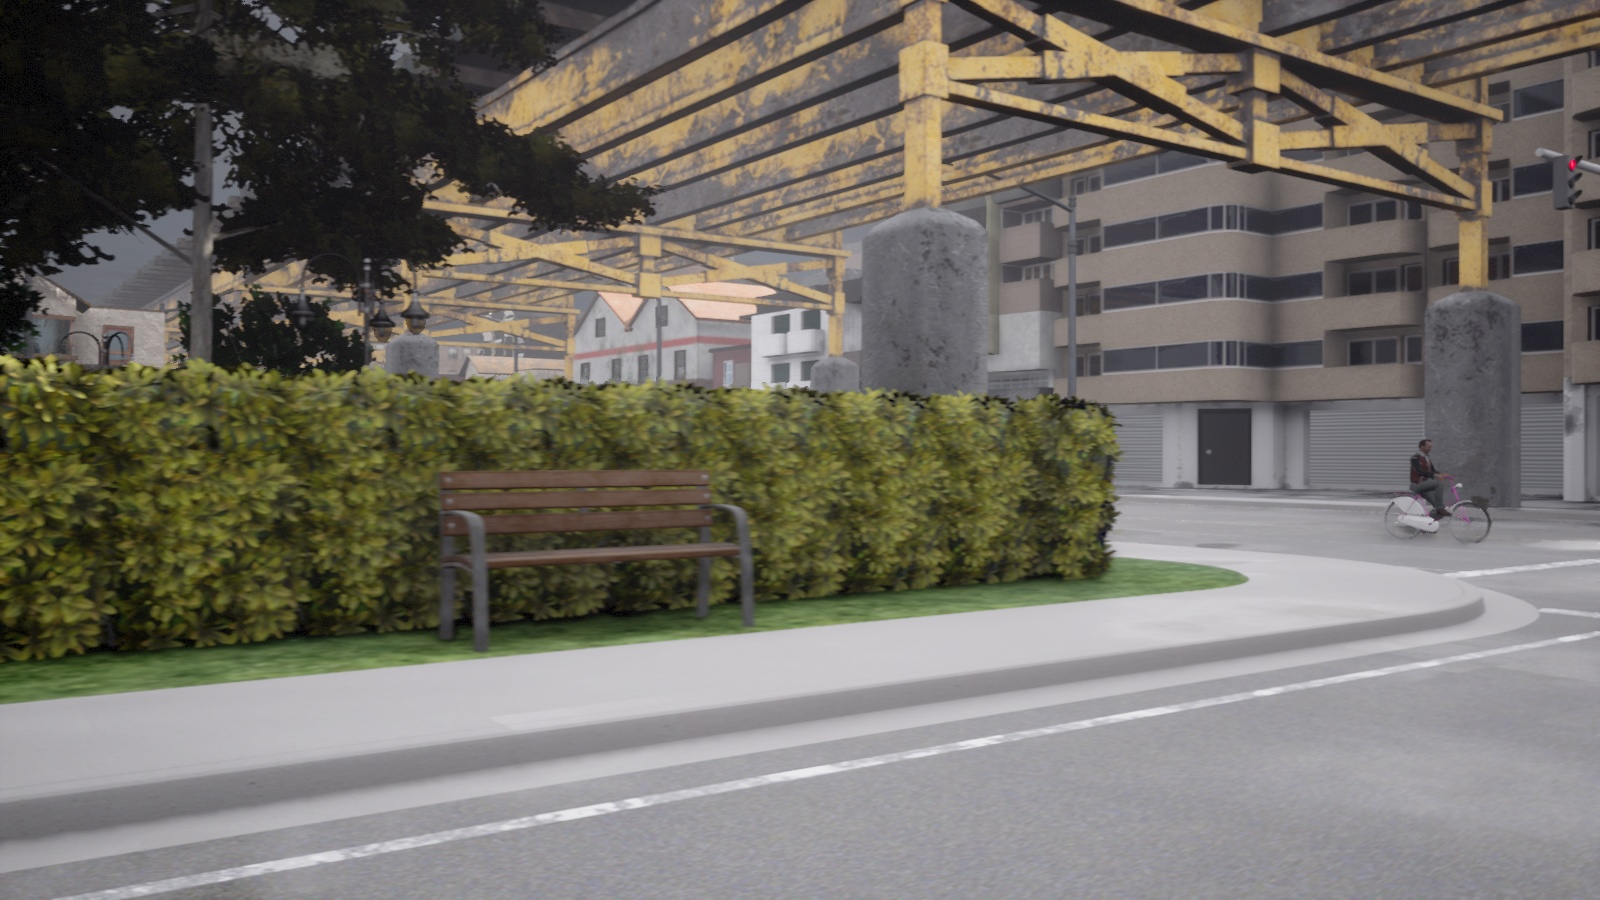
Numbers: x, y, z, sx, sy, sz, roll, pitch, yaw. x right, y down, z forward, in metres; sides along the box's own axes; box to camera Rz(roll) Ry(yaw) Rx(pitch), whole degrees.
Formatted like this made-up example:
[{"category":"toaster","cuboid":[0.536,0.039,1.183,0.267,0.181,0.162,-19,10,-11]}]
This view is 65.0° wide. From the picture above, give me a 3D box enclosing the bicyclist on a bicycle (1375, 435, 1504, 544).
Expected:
[{"category":"bicyclist on a bicycle","cuboid":[10.828,0.645,21.320,0.659,1.776,1.843,0,0,-35]}]
